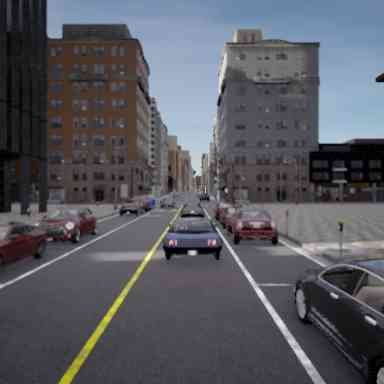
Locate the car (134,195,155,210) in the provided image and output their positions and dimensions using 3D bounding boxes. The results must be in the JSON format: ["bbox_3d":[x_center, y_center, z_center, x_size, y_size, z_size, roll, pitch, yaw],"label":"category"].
[{"bbox_3d":[-5.840,1.266,38.236,2.192,1.841,5.009,0,0,0],"label":"car"}]

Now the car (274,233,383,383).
[{"bbox_3d":[2.669,1.548,4.370,2.008,1.369,4.403,0,0,0],"label":"car"}]

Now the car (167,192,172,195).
[{"bbox_3d":[-5.823,1.368,70.724,1.752,1.417,4.829,0,0,0],"label":"car"}]

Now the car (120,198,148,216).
[{"bbox_3d":[-5.843,1.525,32.596,1.947,1.339,4.313,0,0,0],"label":"car"}]

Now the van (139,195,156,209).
[{"bbox_3d":[-5.837,1.282,43.878,1.690,1.788,3.998,0,0,0],"label":"van"}]

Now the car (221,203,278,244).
[{"bbox_3d":[2.675,1.423,15.648,1.967,1.590,4.097,0,0,0],"label":"car"}]

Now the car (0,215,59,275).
[{"bbox_3d":[-5.854,1.573,10.036,1.802,1.307,4.206,0,0,0],"label":"car"}]

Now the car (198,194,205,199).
[{"bbox_3d":[2.713,1.331,93.489,1.802,1.307,4.206,0,0,0],"label":"car"}]

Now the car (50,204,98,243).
[{"bbox_3d":[-5.851,1.423,15.677,1.967,1.590,4.097,0,0,0],"label":"car"}]

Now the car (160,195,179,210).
[{"bbox_3d":[-3.026,1.449,42.886,1.837,1.490,4.892,0,0,1],"label":"car"}]

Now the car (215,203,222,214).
[{"bbox_3d":[2.678,1.557,21.288,1.802,1.307,4.206,0,0,0],"label":"car"}]

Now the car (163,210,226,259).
[{"bbox_3d":[0.041,1.588,12.509,1.895,1.301,4.718,0,0,1],"label":"car"}]

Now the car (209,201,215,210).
[{"bbox_3d":[2.680,1.512,26.927,1.887,1.381,4.507,0,0,0],"label":"car"}]

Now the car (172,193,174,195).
[{"bbox_3d":[-5.820,1.386,76.549,1.947,1.339,4.313,0,0,0],"label":"car"}]

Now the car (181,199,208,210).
[{"bbox_3d":[0.058,1.530,28.281,1.994,1.385,4.181,0,0,1],"label":"car"}]

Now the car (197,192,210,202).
[{"bbox_3d":[2.703,1.158,70.861,2.192,1.841,5.009,0,0,0],"label":"car"}]

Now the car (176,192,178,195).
[{"bbox_3d":[-5.812,1.064,93.513,2.192,1.841,5.009,0,0,0],"label":"car"}]
